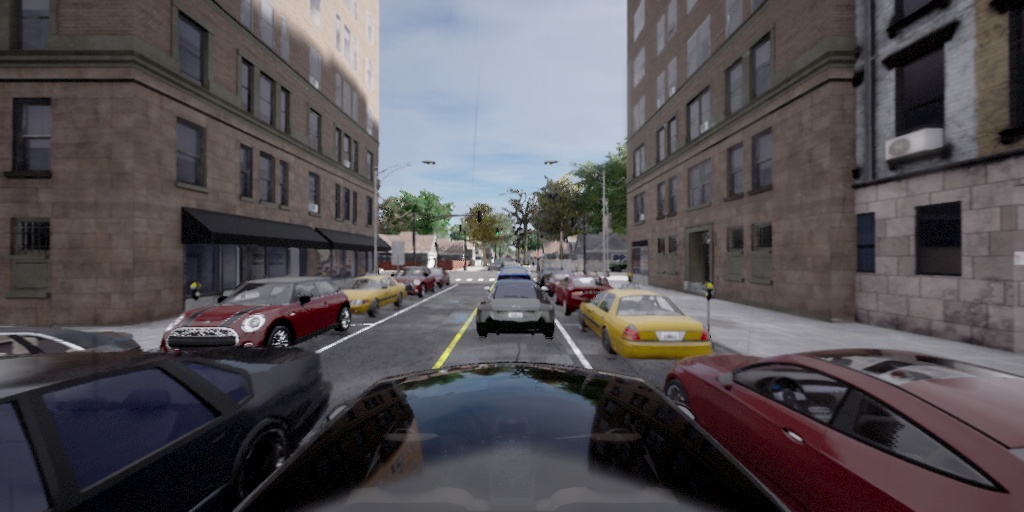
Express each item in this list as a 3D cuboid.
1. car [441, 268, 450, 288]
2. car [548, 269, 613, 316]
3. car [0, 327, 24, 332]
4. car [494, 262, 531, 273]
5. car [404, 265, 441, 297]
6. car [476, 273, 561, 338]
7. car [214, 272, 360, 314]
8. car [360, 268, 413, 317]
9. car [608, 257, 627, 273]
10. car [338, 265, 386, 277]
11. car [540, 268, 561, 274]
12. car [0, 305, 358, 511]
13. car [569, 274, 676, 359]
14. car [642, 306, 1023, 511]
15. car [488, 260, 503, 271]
[{"bbox_3d":[-5.339,1.466,24.694,1.802,1.307,4.207,0,0,0],"label":"car"},{"bbox_3d":[2.661,1.364,13.641,1.888,1.381,4.507,0,0,0],"label":"car"},{"bbox_3d":[-5.388,1.305,2.619,2.007,1.370,4.403,0,0,0],"label":"car"},{"bbox_3d":[0.122,1.342,21.373,1.882,1.535,5.008,0,0,0],"label":"car"},{"bbox_3d":[-5.352,1.291,19.175,1.967,1.591,4.097,0,0,0],"label":"car"},{"bbox_3d":[0.110,1.364,10.414,1.994,1.385,4.181,0,0,1],"label":"car"},{"bbox_3d":[-5.376,1.226,8.137,1.967,1.591,4.097,0,0,0],"label":"car"},{"bbox_3d":[-5.364,1.344,13.486,1.751,1.417,4.829,0,0,0],"label":"car"},{"bbox_3d":[15.581,1.141,47.630,5.566,2.045,2.150,0,0,0],"label":"car"},{"bbox_3d":[-17.113,1.677,41.011,4.718,1.301,1.895,0,0,-2],"label":"car"},{"bbox_3d":[2.673,1.433,19.159,1.802,1.307,4.207,0,0,0],"label":"car"},{"bbox_3d":[-2.853,1.296,1.521,2.033,1.411,5.357,0,0,0],"label":"car"},{"bbox_3d":[2.649,1.312,8.293,1.751,1.417,4.829,0,0,0],"label":"car"},{"bbox_3d":[2.637,1.337,2.604,1.802,1.307,4.207,0,0,0],"label":"car"},{"bbox_3d":[-2.962,1.710,59.267,1.895,1.301,4.718,0,0,0],"label":"car"}]
